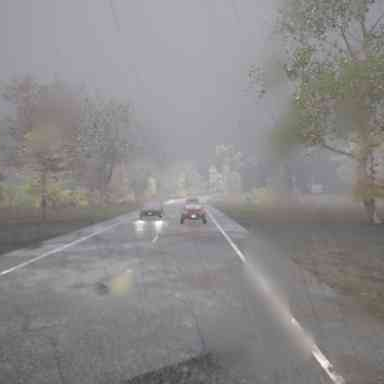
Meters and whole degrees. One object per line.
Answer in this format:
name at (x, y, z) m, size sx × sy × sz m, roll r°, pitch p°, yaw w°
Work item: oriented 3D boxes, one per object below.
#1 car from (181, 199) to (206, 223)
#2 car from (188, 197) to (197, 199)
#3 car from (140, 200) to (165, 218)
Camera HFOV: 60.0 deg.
car at (0.099, 1.549, 25.941) m, size 1.812 × 1.442 × 4.674 m, roll 0°, pitch 0°, yaw 0°
car at (0.095, 1.552, 51.792) m, size 1.837 × 1.490 × 4.892 m, roll 0°, pitch 0°, yaw 0°
car at (-3.503, 1.551, 30.275) m, size 1.882 × 1.535 × 5.008 m, roll 0°, pitch 0°, yaw 0°
